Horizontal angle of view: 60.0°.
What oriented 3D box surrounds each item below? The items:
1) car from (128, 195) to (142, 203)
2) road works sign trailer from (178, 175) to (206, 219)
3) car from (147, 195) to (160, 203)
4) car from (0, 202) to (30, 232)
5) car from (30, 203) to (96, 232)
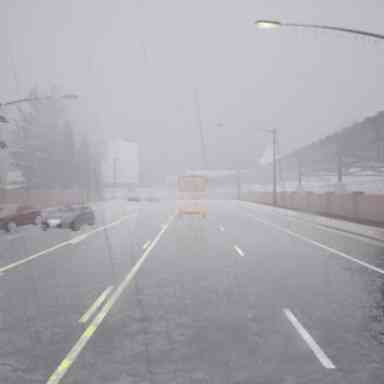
[{"bbox_3d":[-10.510,1.214,61.326,1.882,1.535,5.008,0,0,0],"label":"car"},{"bbox_3d":[0.005,0.345,27.640,2.380,3.560,2.880,0,0,0],"label":"road works sign trailer"},{"bbox_3d":[-7.010,1.298,61.436,1.994,1.385,4.181,0,0,0],"label":"car"},{"bbox_3d":[-10.592,1.394,19.456,1.882,1.535,5.008,0,0,0],"label":"car"},{"bbox_3d":[-7.093,1.408,19.479,2.128,1.511,4.902,0,0,0],"label":"car"}]
